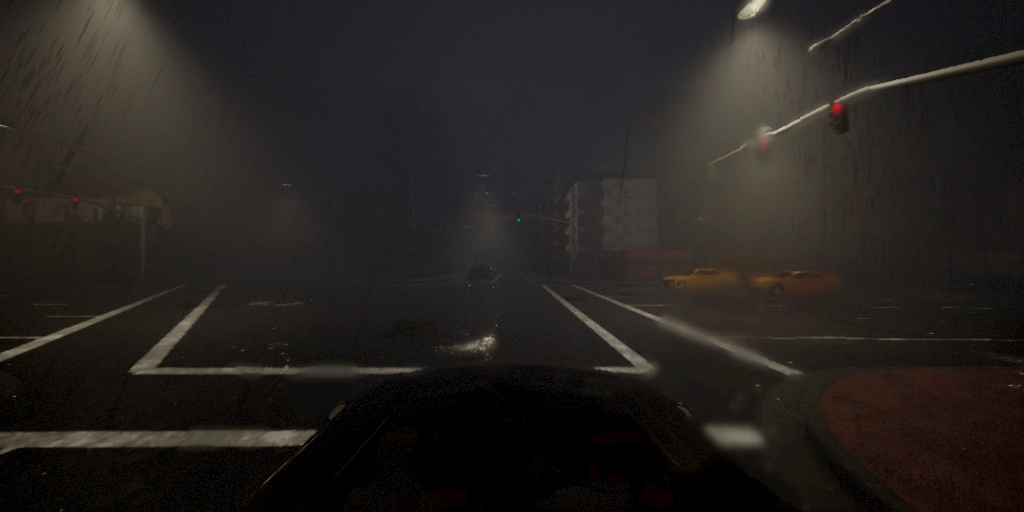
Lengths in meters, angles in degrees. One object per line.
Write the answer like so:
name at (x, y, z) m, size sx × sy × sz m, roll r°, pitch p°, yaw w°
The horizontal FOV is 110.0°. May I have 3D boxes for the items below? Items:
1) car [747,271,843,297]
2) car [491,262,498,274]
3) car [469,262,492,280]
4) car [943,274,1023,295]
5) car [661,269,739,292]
car at (17.071, 1.646, 21.747) m, size 5.008 × 1.535 × 1.882 m, roll 1°, pitch -1°, yaw 0°
car at (-3.532, 2.022, 54.145) m, size 1.994 × 1.385 × 4.181 m, roll 0°, pitch -1°, yaw 1°
car at (-3.568, 1.738, 39.455) m, size 1.882 × 1.535 × 5.008 m, roll 0°, pitch -1°, yaw 0°
car at (33.556, 1.969, 25.353) m, size 4.674 × 1.442 × 1.812 m, roll 1°, pitch -1°, yaw -1°
car at (13.143, 1.650, 25.221) m, size 5.008 × 1.535 × 1.882 m, roll 0°, pitch -1°, yaw 0°
